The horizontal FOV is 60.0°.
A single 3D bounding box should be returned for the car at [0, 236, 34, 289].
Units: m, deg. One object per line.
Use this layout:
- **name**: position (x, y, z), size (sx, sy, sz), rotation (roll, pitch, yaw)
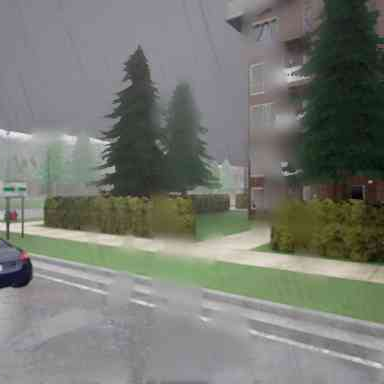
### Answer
- **car**: position (-5.695, 1.560, 8.010), size (4.181, 1.385, 1.994), rotation (0, 0, 35)
